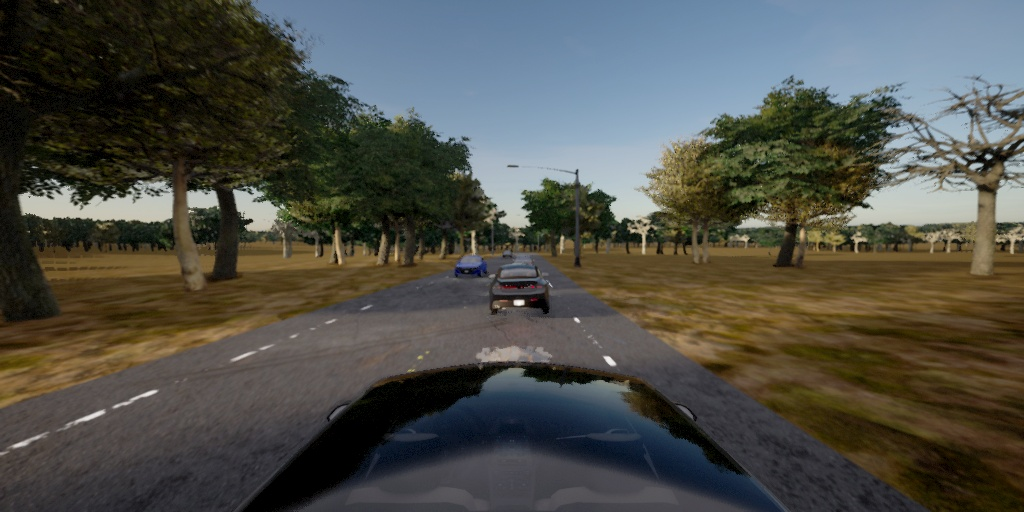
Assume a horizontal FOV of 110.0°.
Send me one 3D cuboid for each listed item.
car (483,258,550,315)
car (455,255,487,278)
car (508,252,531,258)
[{"bbox_3d":[0.246,1.017,12.539,1.837,1.490,4.892,-2,1,1],"label":"car"},{"bbox_3d":[-2.929,0.702,26.433,1.882,1.535,5.008,0,1,3],"label":"car"},{"bbox_3d":[1.010,0.617,31.514,2.033,1.411,5.357,-1,2,3],"label":"car"}]
